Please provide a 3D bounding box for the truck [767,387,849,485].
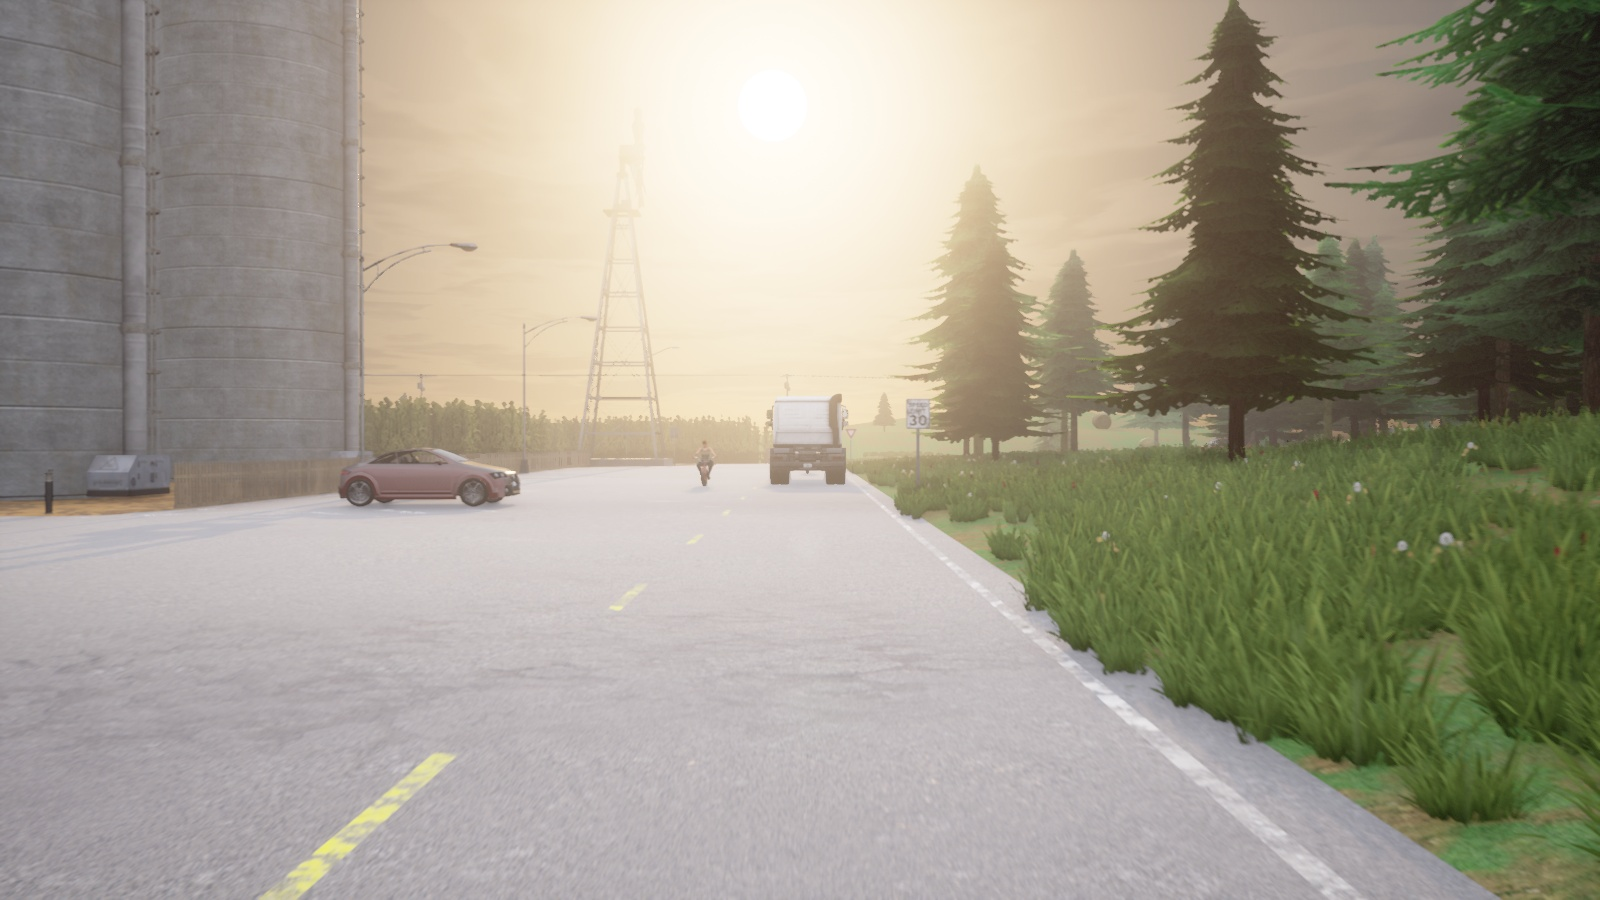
[{"bbox_3d":[0.291,-0.508,48.369,2.891,3.462,7.936,0,0,0],"label":"truck"}]
